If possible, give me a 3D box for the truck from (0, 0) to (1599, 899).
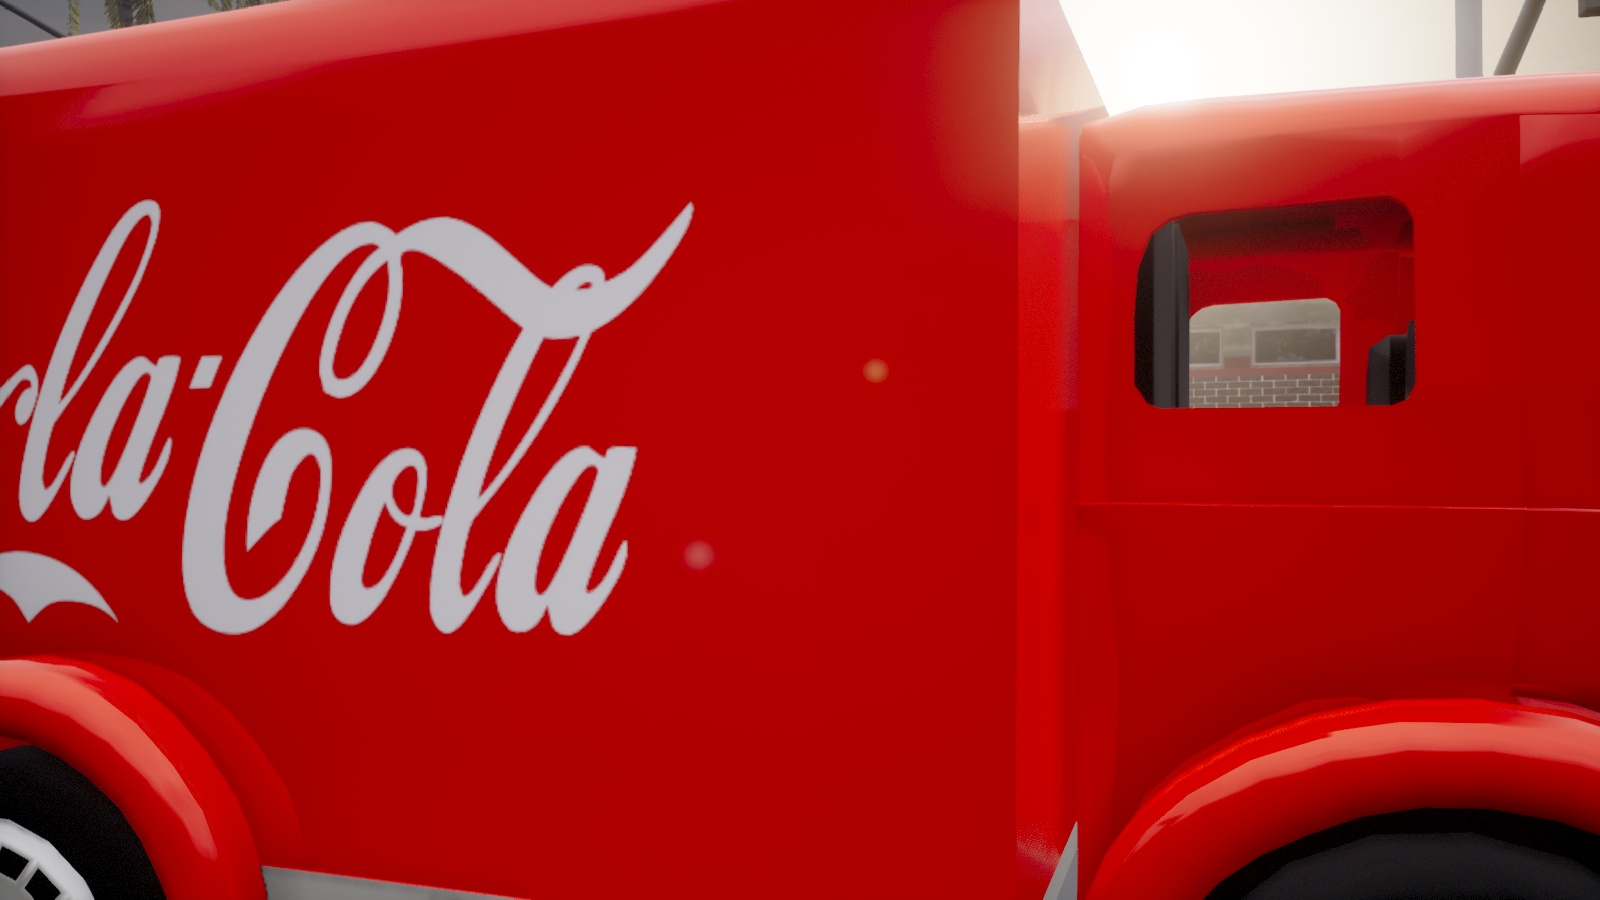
[{"bbox_3d":[-0.069,0.284,3.233,5.204,2.467,2.627,1,1,20],"label":"truck"}]
